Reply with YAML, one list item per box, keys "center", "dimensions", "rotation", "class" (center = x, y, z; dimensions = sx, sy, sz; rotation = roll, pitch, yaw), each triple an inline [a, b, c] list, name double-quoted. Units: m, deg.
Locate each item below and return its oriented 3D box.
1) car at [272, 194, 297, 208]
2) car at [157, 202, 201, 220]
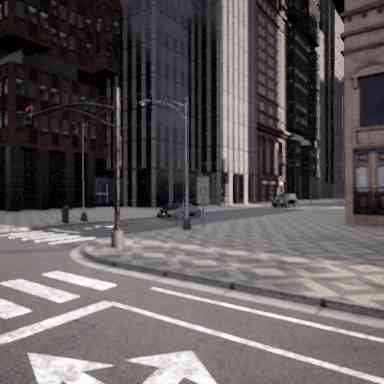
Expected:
- center: [13.519, 1.275, 48.299]
  dimensions: [2.150, 2.045, 5.566]
  rotation: [0, 0, 36]
  class: "car"
- center: [-1.069, 1.583, 28.165]
  dimensions: [1.994, 1.385, 4.181]
  rotation: [0, 0, 36]
  class: "car"
